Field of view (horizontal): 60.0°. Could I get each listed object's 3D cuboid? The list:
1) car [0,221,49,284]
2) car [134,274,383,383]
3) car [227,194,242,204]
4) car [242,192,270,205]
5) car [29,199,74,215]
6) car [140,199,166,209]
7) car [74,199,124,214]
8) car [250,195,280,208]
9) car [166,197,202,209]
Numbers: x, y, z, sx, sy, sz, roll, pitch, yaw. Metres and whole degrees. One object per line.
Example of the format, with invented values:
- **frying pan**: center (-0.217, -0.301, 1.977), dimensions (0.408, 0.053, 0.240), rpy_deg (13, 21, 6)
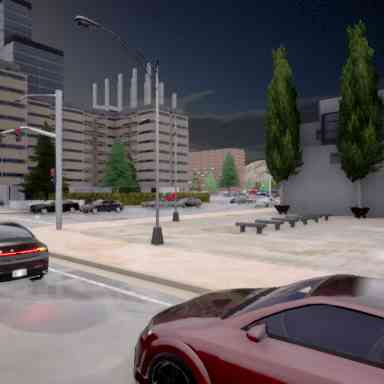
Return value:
- **car**: center (-5.587, 1.505, 8.764), dimensions (4.892, 1.490, 1.837), rpy_deg (0, 0, 40)
- **car**: center (1.390, 1.564, 3.252), dimensions (4.181, 1.385, 1.994), rpy_deg (0, 0, 37)
- **car**: center (8.698, 1.569, 61.843), dimensions (1.994, 1.385, 4.181), rpy_deg (0, 0, 40)
- **car**: center (11.485, 1.355, 59.715), dimensions (2.097, 1.767, 4.553), rpy_deg (0, 0, 40)
- **car**: center (-14.332, 1.478, 34.840), dimensions (1.882, 1.535, 5.008), rpy_deg (0, 0, 40)
- **car**: center (-4.867, 1.600, 45.996), dimensions (1.895, 1.301, 4.718), rpy_deg (0, 0, 40)
- **car**: center (-9.475, 1.505, 35.155), dimensions (1.837, 1.490, 4.892), rpy_deg (0, 0, 40)
- **car**: center (10.764, 1.525, 47.887), dimensions (1.812, 1.442, 4.674), rpy_deg (0, 0, 40)
- **car**: center (-0.674, 1.489, 45.532), dimensions (2.128, 1.511, 4.902), rpy_deg (0, 0, 40)
